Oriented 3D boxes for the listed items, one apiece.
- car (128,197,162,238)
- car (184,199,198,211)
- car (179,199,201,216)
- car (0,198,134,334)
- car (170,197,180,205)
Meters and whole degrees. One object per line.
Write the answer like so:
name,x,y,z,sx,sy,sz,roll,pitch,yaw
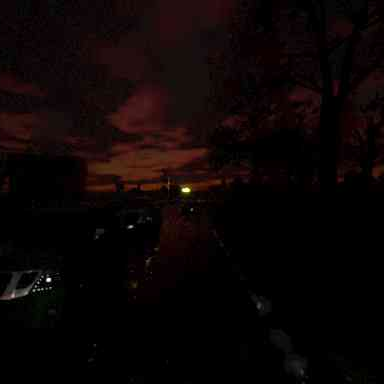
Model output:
car,-2.926,1.308,18.677,2.150,2.045,5.566,0,0,0
car,-0.122,1.720,45.440,1.812,1.442,4.674,0,0,0
car,-0.056,1.718,35.012,1.994,1.385,4.181,0,0,-1
car,-2.877,1.256,7.178,2.150,2.045,5.566,0,0,0
car,-3.081,1.738,63.835,1.882,1.535,5.008,0,0,0
